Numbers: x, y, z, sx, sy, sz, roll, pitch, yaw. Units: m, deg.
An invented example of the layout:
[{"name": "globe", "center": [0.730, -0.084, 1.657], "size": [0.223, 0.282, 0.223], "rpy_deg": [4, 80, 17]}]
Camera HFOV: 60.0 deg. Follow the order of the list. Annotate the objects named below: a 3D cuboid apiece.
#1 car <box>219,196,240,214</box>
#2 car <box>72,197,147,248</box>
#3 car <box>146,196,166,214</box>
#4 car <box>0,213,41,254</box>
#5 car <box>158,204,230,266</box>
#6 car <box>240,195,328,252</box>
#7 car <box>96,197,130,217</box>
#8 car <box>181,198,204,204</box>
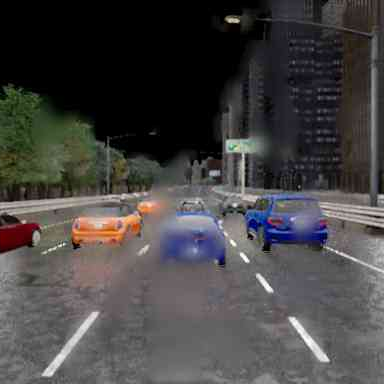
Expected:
[{"name": "car", "center": [3.538, 1.141, 29.489], "size": [2.097, 1.767, 4.553], "rpy_deg": [0, 0, 0]}, {"name": "car", "center": [-3.440, 1.253, 14.294], "size": [2.097, 1.767, 4.553], "rpy_deg": [0, 0, 0]}, {"name": "car", "center": [-3.462, 1.141, 29.465], "size": [2.097, 1.767, 4.553], "rpy_deg": [0, 0, 0]}, {"name": "car", "center": [-6.946, 1.400, 11.239], "size": [1.882, 1.535, 5.008], "rpy_deg": [0, 1, 0]}, {"name": "car", "center": [0.057, 1.399, 11.270], "size": [1.882, 1.535, 5.008], "rpy_deg": [0, 1, 0]}, {"name": "car", "center": [3.562, 1.127, 13.549], "size": [2.150, 2.045, 5.566], "rpy_deg": [0, 0, 0]}, {"name": "car", "center": [-6.960, 1.291, 29.818], "size": [1.837, 1.490, 4.892], "rpy_deg": [0, 0, 0]}, {"name": "car", "center": [0.040, 1.279, 29.748], "size": [2.128, 1.511, 4.902], "rpy_deg": [0, 0, 0]}]
